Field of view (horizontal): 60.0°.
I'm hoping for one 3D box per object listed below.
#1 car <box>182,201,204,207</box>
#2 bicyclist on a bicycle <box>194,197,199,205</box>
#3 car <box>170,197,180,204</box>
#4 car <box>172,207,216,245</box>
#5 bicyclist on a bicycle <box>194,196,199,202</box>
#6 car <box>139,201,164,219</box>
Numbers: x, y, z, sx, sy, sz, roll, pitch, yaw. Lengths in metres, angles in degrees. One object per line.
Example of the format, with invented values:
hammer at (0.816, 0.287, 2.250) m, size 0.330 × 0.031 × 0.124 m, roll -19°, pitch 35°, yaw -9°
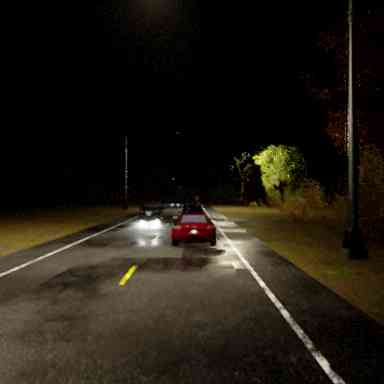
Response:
car at (0.075, 1.647, 31.590) m, size 1.837 × 1.490 × 4.892 m, roll 0°, pitch 0°, yaw 0°
bicyclist on a bicycle at (0.912, 1.715, 65.557) m, size 0.866 × 1.612 × 1.509 m, roll 0°, pitch 0°, yaw 0°
car at (-3.551, 1.777, 70.969) m, size 1.994 × 1.385 × 4.181 m, roll 0°, pitch 0°, yaw 0°
car at (0.085, 1.638, 15.860) m, size 1.994 × 1.385 × 4.181 m, roll 0°, pitch 0°, yaw 0°
bicyclist on a bicycle at (0.921, 1.610, 56.555) m, size 0.659 × 1.776 × 1.843 m, roll 0°, pitch 0°, yaw 0°
car at (-3.619, 1.629, 30.346) m, size 2.128 × 1.511 × 4.902 m, roll 0°, pitch 0°, yaw 0°
